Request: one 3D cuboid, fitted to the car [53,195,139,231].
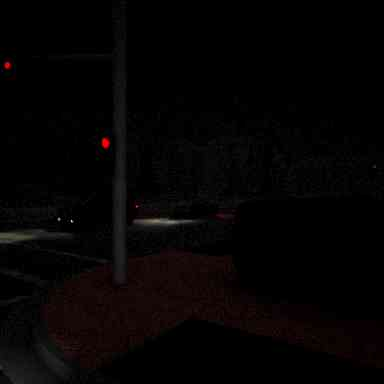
[{"bbox_3d":[-5.952,1.221,21.344,2.150,2.045,5.566,0,0,38],"label":"car"}]

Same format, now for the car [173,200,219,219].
[{"bbox_3d":[0.404,1.478,29.367,1.882,1.535,5.008,0,0,39],"label":"car"}]

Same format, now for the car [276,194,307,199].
[{"bbox_3d":[8.797,1.221,28.393,2.150,2.045,5.566,0,0,38],"label":"car"}]
